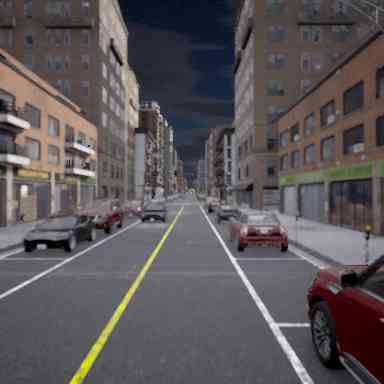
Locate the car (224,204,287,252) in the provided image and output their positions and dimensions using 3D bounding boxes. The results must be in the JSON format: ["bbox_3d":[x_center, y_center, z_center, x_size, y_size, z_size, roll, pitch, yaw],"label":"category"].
[{"bbox_3d":[2.638,1.476,14.112,1.967,1.590,4.097,0,0,0],"label":"car"}]

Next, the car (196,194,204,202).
[{"bbox_3d":[2.643,1.755,86.162,2.008,1.369,4.403,0,0,0],"label":"car"}]

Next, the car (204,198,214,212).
[{"bbox_3d":[2.638,1.658,36.837,1.947,1.339,4.313,0,0,0],"label":"car"}]

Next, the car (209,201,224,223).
[{"bbox_3d":[2.638,1.615,25.474,2.008,1.369,4.403,0,0,0],"label":"car"}]

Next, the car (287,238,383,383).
[{"bbox_3d":[2.637,1.323,2.750,2.192,1.841,5.009,0,0,0],"label":"car"}]

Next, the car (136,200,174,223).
[{"bbox_3d":[-2.851,1.613,26.531,2.033,1.411,5.357,0,0,0],"label":"car"}]

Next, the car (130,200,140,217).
[{"bbox_3d":[-5.387,1.518,31.153,1.967,1.590,4.097,0,0,0],"label":"car"}]

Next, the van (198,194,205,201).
[{"bbox_3d":[2.644,1.557,91.569,1.690,1.788,3.998,0,0,0],"label":"van"}]

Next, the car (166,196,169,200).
[{"bbox_3d":[-5.386,1.683,53.880,2.008,1.369,4.403,0,0,0],"label":"car"}]

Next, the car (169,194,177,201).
[{"bbox_3d":[-5.387,1.742,80.755,2.008,1.369,4.403,0,0,0],"label":"car"}]

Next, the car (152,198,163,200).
[{"bbox_3d":[-5.386,1.701,48.198,1.802,1.307,4.206,0,0,0],"label":"car"}]

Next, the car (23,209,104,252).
[{"bbox_3d":[-5.388,1.601,14.107,1.947,1.339,4.313,0,0,0],"label":"car"}]

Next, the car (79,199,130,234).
[{"bbox_3d":[-5.387,1.364,19.790,2.192,1.841,5.009,0,0,0],"label":"car"}]

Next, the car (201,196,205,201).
[{"bbox_3d":[2.639,1.645,48.369,1.752,1.417,4.829,0,0,0],"label":"car"}]
